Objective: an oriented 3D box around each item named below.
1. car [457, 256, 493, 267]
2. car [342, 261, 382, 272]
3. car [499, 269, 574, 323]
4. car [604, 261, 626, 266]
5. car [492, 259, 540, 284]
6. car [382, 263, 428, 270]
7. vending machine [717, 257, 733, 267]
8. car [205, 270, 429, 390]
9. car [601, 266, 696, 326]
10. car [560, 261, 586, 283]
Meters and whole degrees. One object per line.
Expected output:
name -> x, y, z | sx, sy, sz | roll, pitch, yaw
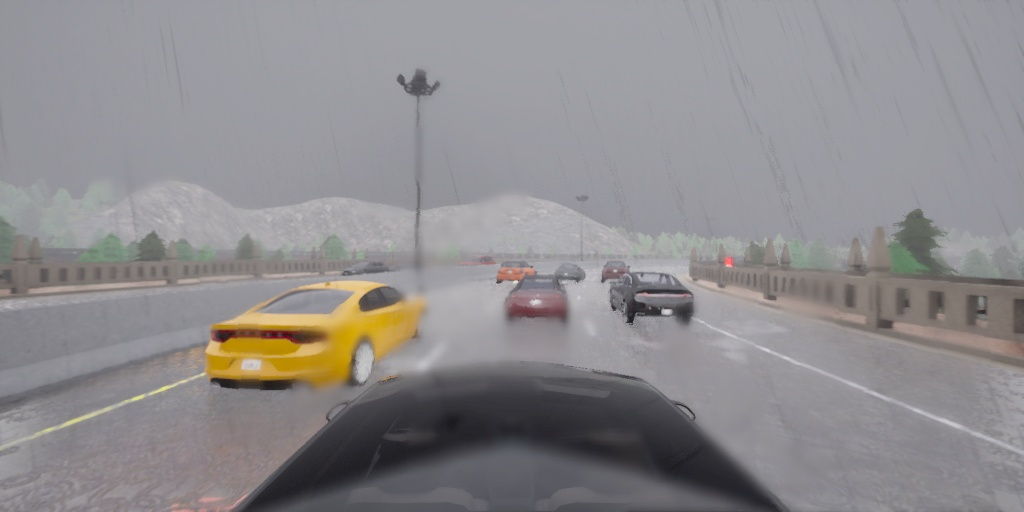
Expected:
car -> -3.618, 0.984, 37.429 | 2.150, 2.045, 5.566 | 0, 0, 22
car -> -12.903, 1.215, 31.799 | 1.837, 1.490, 4.892 | 0, 0, 18
car -> 0.960, 1.329, 12.327 | 1.994, 1.385, 4.181 | 0, 0, 7
car -> 8.556, 1.171, 29.362 | 2.097, 1.767, 4.553 | 0, 0, 19
car -> 0.436, 1.127, 26.858 | 2.097, 1.767, 4.553 | 0, 0, 16
car -> -9.172, 1.293, 31.994 | 1.994, 1.385, 4.181 | 0, 0, 18
vending machine -> 15.498, 1.048, 26.098 | 1.100, 2.100, 0.880 | 0, 0, 19
car -> -3.092, 1.216, 6.938 | 1.882, 1.535, 5.008 | 0, 0, 3
car -> 4.411, 1.274, 11.879 | 2.128, 1.511, 4.902 | 0, 0, 7
car -> 4.799, 1.363, 29.177 | 1.994, 1.385, 4.181 | 0, 0, 18
